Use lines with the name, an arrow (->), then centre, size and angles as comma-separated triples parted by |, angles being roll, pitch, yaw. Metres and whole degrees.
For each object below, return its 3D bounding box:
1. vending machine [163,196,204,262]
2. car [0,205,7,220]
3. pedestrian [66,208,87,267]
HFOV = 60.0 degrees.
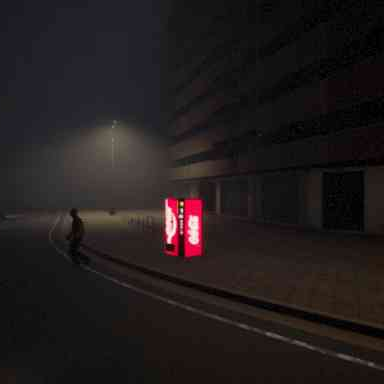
vending machine -> -0.287, 1.193, 11.317 | 1.100, 2.100, 0.880 | 0, 0, -39
car -> -16.233, 1.518, 26.631 | 1.812, 1.442, 4.674 | 0, 0, -20
pedestrian -> -3.423, 1.291, 9.852 | 0.375, 1.860, 0.375 | 0, 0, -37
